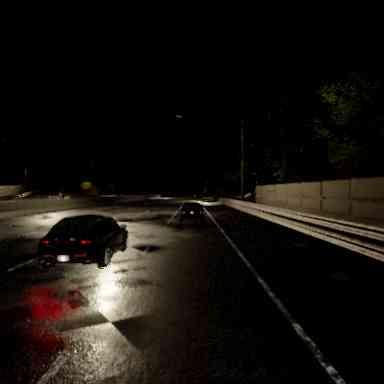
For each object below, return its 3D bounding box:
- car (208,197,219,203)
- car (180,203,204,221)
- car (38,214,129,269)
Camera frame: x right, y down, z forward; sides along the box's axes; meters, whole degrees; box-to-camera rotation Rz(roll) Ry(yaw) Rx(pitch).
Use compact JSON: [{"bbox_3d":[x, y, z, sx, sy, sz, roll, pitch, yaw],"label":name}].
[{"bbox_3d":[5.282,1.979,81.288,1.812,1.442,4.674,0,-1,20],"label":"car"},{"bbox_3d":[-0.006,1.572,27.195,2.033,1.411,5.357,0,0,0],"label":"car"},{"bbox_3d":[-3.402,1.509,11.208,1.837,1.490,4.892,0,0,0],"label":"car"}]
